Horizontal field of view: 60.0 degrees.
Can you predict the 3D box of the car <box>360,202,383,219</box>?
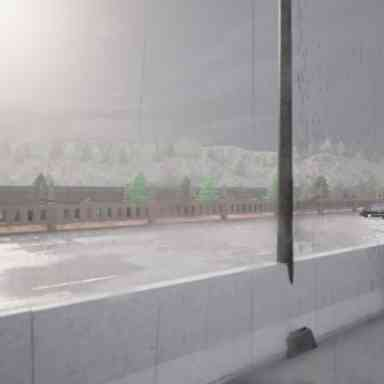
[{"bbox_3d":[16.696,1.550,28.701,5.357,1.411,2.033,0,0,-35],"label":"car"}]
